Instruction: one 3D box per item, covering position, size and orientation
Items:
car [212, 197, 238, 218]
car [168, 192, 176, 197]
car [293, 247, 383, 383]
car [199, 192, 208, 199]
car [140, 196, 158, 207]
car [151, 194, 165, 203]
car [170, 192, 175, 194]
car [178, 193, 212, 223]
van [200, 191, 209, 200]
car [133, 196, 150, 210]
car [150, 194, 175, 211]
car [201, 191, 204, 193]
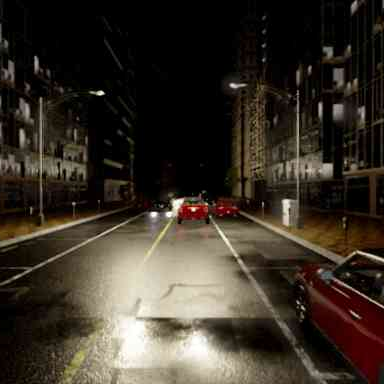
[{"bbox_3d":[2.692,1.331,26.952,1.887,1.381,4.507,0,0,0],"label":"car"},{"bbox_3d":[-5.689,0.709,95.268,2.008,1.369,4.403,0,1,0],"label":"car"},{"bbox_3d":[2.692,1.407,4.182,1.967,1.590,4.097,0,0,0],"label":"car"},{"bbox_3d":[2.692,0.766,78.180,1.967,1.590,4.097,0,1,0],"label":"car"},{"bbox_3d":[-5.689,1.220,44.036,1.802,1.307,4.206,0,1,0],"label":"car"},{"bbox_3d":[-5.689,1.081,55.420,1.887,1.381,4.507,0,1,0],"label":"car"},{"bbox_3d":[-5.689,0.741,89.404,1.752,1.417,4.829,0,1,0],"label":"car"},{"bbox_3d":[0.100,1.166,23.546,2.097,1.767,4.553,0,0,0],"label":"car"},{"bbox_3d":[2.692,0.721,72.488,1.690,1.788,3.998,0,1,0],"label":"van"},{"bbox_3d":[-5.688,1.233,38.342,1.887,1.381,4.507,0,1,0],"label":"car"},{"bbox_3d":[-3.000,1.222,35.375,1.837,1.490,4.892,0,0,0],"label":"car"},{"bbox_3d":[0.100,1.020,40.606,2.097,1.767,4.553,0,0,0],"label":"car"}]
